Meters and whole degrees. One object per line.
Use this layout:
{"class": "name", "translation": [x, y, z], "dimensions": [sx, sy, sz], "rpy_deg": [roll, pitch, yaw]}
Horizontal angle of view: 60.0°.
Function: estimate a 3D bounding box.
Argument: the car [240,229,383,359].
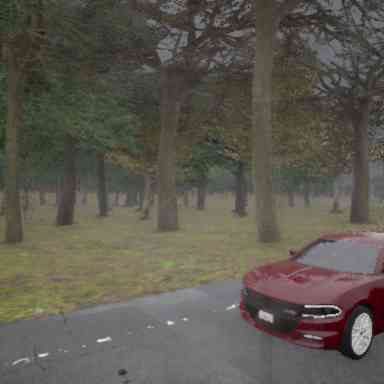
{"class": "car", "translation": [3.086, 1.513, 6.197], "dimensions": [5.008, 1.535, 1.882], "rpy_deg": [0, 0, -36]}
